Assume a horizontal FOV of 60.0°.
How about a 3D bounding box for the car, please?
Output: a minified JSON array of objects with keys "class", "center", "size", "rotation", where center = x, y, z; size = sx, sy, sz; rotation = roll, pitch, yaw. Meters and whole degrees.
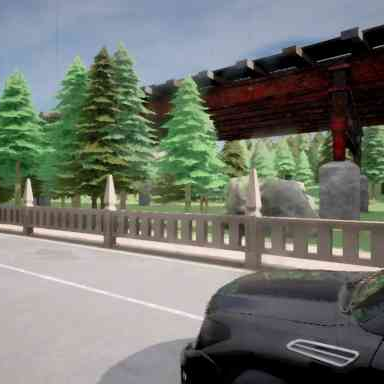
[{"class":"car","center":[2.557,1.224,2.166],"size":[5.566,2.045,2.150],"rotation":[0,0,36]}]
